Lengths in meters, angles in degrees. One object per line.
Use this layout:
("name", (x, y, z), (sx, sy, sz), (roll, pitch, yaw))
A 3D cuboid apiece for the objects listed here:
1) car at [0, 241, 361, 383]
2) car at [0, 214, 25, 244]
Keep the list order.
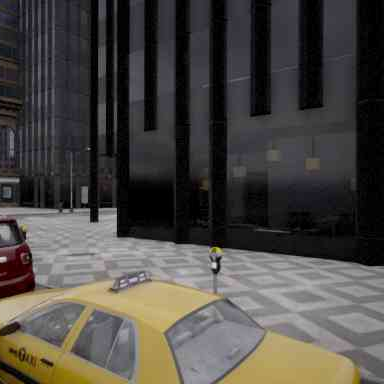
("car", (-0.838, 1.525, 3.549), (4.829, 1.417, 1.752), (0, 0, 35))
("car", (-5.133, 1.314, 6.577), (5.009, 1.841, 2.192), (0, 0, 35))
